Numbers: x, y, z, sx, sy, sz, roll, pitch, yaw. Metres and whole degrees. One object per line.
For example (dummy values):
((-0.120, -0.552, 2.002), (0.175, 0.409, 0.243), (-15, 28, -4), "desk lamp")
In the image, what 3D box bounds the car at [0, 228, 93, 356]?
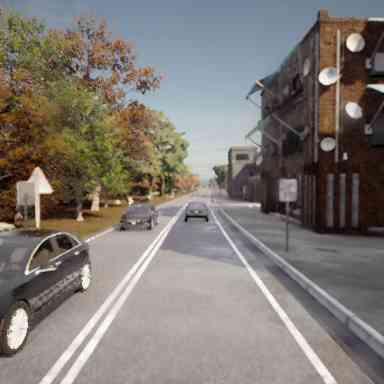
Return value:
((-3.302, 1.508, 6.117), (1.837, 1.490, 4.892), (0, 0, 1), "car")

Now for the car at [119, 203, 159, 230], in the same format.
((-3.152, 1.452, 20.606), (1.837, 1.490, 4.892), (0, 0, 1), "car")

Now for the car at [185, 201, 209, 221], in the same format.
((0.365, 1.453, 26.268), (2.033, 1.411, 5.357), (0, 1, 1), "car")
